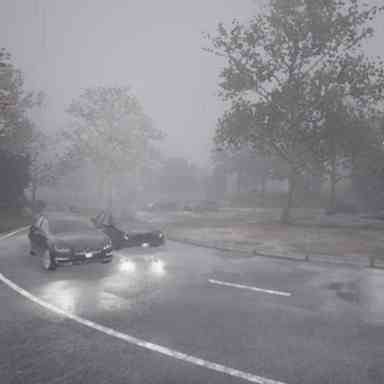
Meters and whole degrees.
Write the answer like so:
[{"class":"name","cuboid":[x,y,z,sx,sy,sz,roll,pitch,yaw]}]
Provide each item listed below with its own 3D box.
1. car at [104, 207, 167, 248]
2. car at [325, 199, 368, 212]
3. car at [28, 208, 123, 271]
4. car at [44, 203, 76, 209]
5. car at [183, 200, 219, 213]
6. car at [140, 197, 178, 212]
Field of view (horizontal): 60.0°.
[{"class":"car","cuboid":[-3.110,1.559,14.521,2.033,1.411,5.357,0,0,-32]},{"class":"car","cuboid":[18.954,1.671,40.938,4.892,1.490,1.837,1,0,23]},{"class":"car","cuboid":[-4.226,1.508,11.157,1.837,1.490,4.892,0,0,-35]},{"class":"car","cuboid":[-8.542,1.494,21.397,2.128,1.511,4.902,0,0,-5]},{"class":"car","cuboid":[1.044,1.612,38.188,4.181,1.385,1.994,0,0,-37]},{"class":"car","cuboid":[-3.717,1.400,37.952,2.097,1.767,4.553,0,0,43]}]
